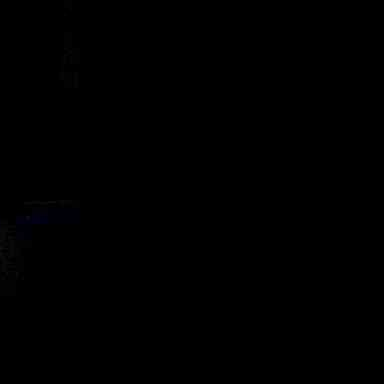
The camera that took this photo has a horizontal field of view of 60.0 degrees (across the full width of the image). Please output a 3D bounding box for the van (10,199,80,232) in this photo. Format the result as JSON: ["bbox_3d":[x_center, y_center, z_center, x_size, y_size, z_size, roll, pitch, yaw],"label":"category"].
[{"bbox_3d":[-8.620,1.437,20.591,1.690,1.788,3.998,0,1,35],"label":"van"}]

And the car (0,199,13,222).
[{"bbox_3d":[-15.573,1.456,25.523,2.192,1.841,5.009,1,1,35],"label":"car"}]
